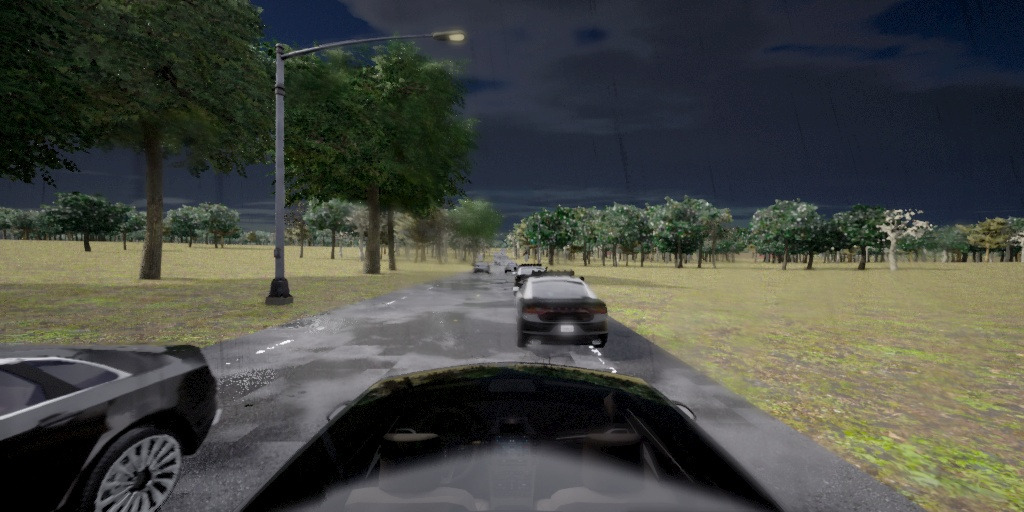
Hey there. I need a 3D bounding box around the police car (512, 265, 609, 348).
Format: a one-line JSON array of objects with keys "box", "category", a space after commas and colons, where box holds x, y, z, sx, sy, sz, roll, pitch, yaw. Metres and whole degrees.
[{"box": [1.050, 1.183, 9.401, 1.930, 1.638, 5.238, 0, 0, 0], "category": "police car"}]

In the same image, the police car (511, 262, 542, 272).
[{"box": [1.051, 1.219, 19.406, 1.930, 1.638, 5.238, 0, 0, 0], "category": "police car"}]

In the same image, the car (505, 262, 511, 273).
[{"box": [0.027, 1.571, 47.843, 1.994, 1.385, 4.181, 0, 0, 0], "category": "car"}]

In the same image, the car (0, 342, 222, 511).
[{"box": [-3.601, 1.241, 1.231, 2.128, 1.511, 4.902, 0, 0, 0], "category": "car"}]

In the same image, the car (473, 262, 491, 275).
[{"box": [-3.600, 1.474, 43.384, 1.837, 1.490, 4.892, 0, -1, 0], "category": "car"}]
